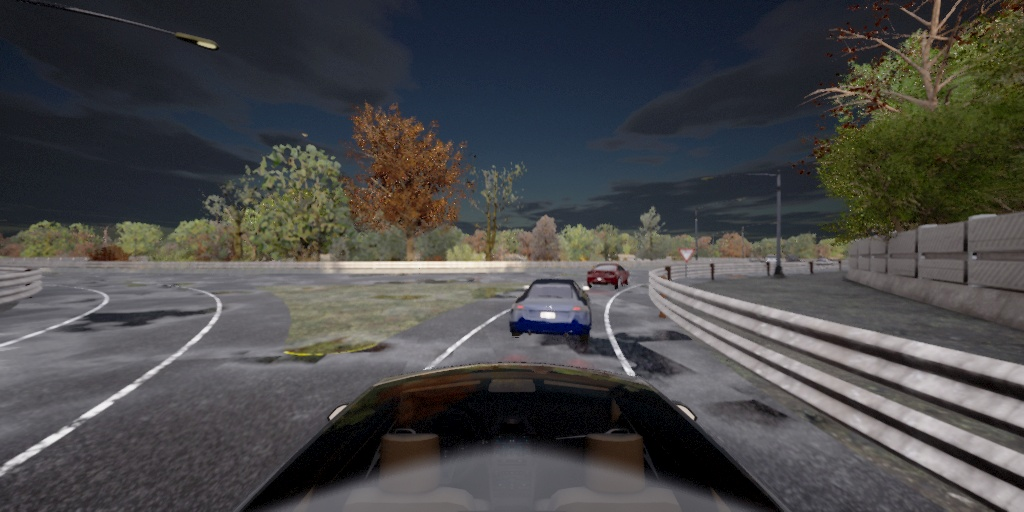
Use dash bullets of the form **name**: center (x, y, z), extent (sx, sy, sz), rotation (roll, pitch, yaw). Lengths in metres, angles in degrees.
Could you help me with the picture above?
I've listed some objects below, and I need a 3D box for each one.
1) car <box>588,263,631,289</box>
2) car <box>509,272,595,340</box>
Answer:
- **car**: center (6.396, 1.224, 23.444), extent (1.882, 1.535, 5.008), rotation (0, 0, 29)
- **car**: center (1.200, 1.311, 10.095), extent (1.994, 1.385, 4.181), rotation (0, 0, 11)
